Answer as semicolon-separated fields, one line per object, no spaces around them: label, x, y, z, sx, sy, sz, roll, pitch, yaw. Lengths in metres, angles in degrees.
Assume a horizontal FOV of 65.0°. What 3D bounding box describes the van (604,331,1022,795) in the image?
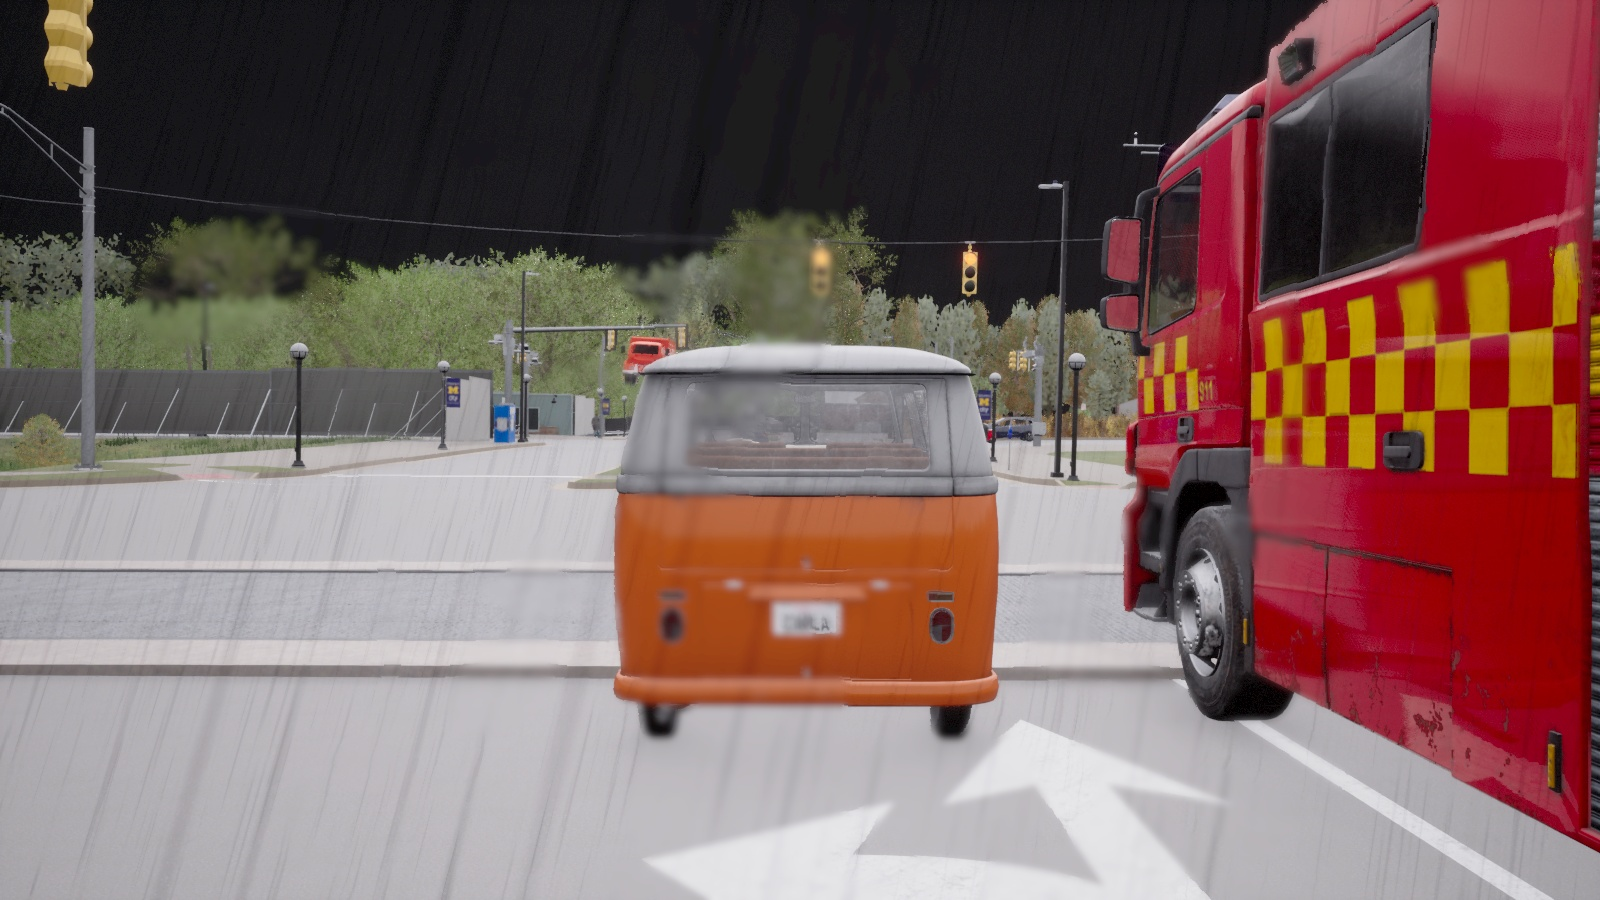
van;0.055;0.406;7.595;1.775;1.987;4.442;0;2;0

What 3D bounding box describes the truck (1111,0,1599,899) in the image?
truck;3.567;-0.440;4.371;2.891;3.827;8.468;0;0;0

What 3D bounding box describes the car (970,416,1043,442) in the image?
car;14.023;-1.456;85.497;4.611;1.667;2.242;-1;2;0

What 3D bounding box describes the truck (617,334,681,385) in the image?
truck;-8.160;-4.874;68.445;2.627;2.467;5.204;3;2;1
